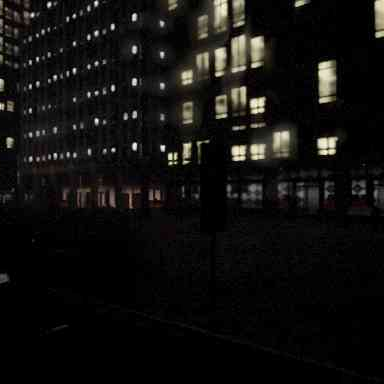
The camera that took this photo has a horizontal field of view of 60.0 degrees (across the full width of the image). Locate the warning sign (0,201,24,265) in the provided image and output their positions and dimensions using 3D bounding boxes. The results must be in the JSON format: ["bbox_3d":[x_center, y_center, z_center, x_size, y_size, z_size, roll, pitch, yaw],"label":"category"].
[{"bbox_3d":[-6.042,1.226,10.111,1.060,1.860,1.300,0,0,36],"label":"warning sign"}]

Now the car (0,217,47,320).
[{"bbox_3d":[-4.776,1.392,6.276,5.009,1.841,2.192,-1,0,36],"label":"car"}]
